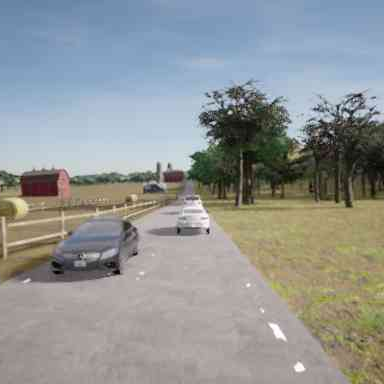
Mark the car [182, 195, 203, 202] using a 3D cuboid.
[{"bbox_3d":[0.054,1.397,39.217,2.150,2.045,5.566,0,0,0],"label":"car"}]

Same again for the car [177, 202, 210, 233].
[{"bbox_3d":[0.076,1.562,19.923,1.812,1.442,4.674,0,0,0],"label":"car"}]

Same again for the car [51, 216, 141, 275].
[{"bbox_3d":[-2.762,1.528,10.541,1.812,1.442,4.674,0,0,0],"label":"car"}]
